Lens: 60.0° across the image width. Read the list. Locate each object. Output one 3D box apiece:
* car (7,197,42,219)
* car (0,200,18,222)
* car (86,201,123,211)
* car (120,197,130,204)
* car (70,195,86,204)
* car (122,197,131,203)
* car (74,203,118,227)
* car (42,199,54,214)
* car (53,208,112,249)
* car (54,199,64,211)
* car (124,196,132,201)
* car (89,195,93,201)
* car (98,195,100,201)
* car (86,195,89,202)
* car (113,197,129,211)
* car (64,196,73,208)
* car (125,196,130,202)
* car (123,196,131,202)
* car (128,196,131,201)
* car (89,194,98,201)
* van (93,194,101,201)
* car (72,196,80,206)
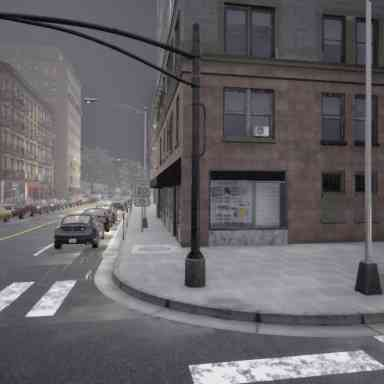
[{"bbox_3d":[-15.492,1.373,29.577,2.192,1.841,5.009,0,0,-9],"label":"car"},{"bbox_3d":[-14.566,1.569,24.000,1.752,1.417,4.829,0,0,-9],"label":"car"},{"bbox_3d":[-6.654,1.635,25.491,2.008,1.369,4.403,0,0,-9],"label":"car"},{"bbox_3d":[-13.863,1.740,68.751,1.887,1.381,4.507,0,0,-9],"label":"car"},{"bbox_3d":[-19.988,1.442,56.616,2.192,1.841,5.009,0,0,-9],"label":"car"},{"bbox_3d":[-15.665,1.806,79.565,1.802,1.307,4.206,0,0,-9],"label":"car"},{"bbox_3d":[-5.753,1.615,20.084,1.887,1.381,4.507,0,0,-9],"label":"car"},{"bbox_3d":[-16.392,1.512,34.984,1.967,1.590,4.097,0,0,-9],"label":"car"},{"bbox_3d":[-4.852,1.607,14.677,2.008,1.369,4.403,0,0,-9],"label":"car"},{"bbox_3d":[-17.291,1.525,40.392,1.967,1.590,4.097,0,0,-9],"label":"car"},{"bbox_3d":[-17.467,1.819,90.380,1.947,1.339,4.313,0,0,-9],"label":"car"},{"bbox_3d":[-21.788,1.737,67.430,1.802,1.307,4.206,0,0,-9],"label":"car"},{"bbox_3d":[-23.584,1.499,78.247,2.192,1.841,5.009,0,0,-9],"label":"car"},{"bbox_3d":[-20.860,1.666,61.855,1.752,1.417,4.829,0,0,-9],"label":"car"},{"bbox_3d":[-9.358,1.676,41.713,2.008,1.369,4.403,0,0,-9],"label":"car"},{"bbox_3d":[-18.191,1.650,45.799,2.008,1.369,4.403,0,0,-9],"label":"car"},{"bbox_3d":[-10.259,1.690,47.121,2.008,1.369,4.403,0,0,-9],"label":"car"},{"bbox_3d":[-16.566,1.790,84.973,2.008,1.369,4.403,0,0,-9],"label":"car"},{"bbox_3d":[-11.159,1.593,52.529,1.967,1.590,4.097,0,0,-9],"label":"car"},{"bbox_3d":[-22.685,1.485,72.839,2.192,1.841,5.009,0,0,-9],"label":"car"},{"bbox_3d":[-25.383,1.555,89.063,1.690,1.788,3.998,0,0,-9],"label":"van"},{"bbox_3d":[-19.090,1.679,51.207,1.947,1.339,4.313,0,0,-9],"label":"car"}]
